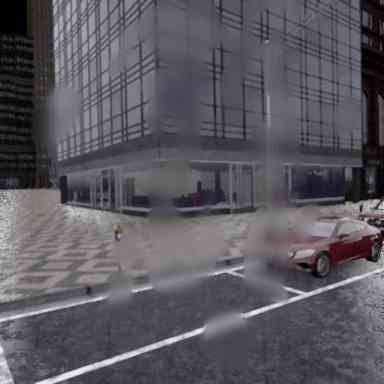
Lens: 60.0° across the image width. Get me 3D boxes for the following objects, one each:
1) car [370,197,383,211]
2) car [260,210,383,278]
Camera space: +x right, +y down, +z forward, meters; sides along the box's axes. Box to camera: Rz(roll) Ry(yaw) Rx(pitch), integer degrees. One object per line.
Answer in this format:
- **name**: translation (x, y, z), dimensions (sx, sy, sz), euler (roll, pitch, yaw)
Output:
- **car**: translation (8.184, 0.971, 12.544), dimensions (5.009, 1.841, 2.192), euler (-2, 1, -36)
- **car**: translation (3.784, 1.373, 9.384), dimensions (4.206, 1.307, 1.802), euler (-2, 1, -36)
